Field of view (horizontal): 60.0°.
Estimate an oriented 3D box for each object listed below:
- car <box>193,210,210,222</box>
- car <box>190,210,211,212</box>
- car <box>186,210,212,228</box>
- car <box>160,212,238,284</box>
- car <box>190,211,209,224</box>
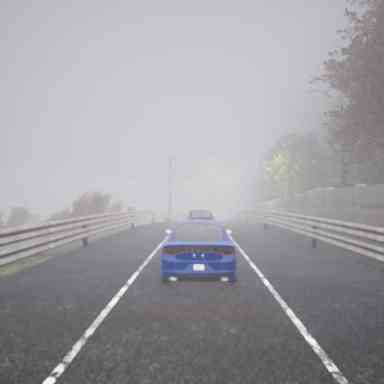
[{"bbox_3d":[1.321,3.207,44.197,2.128,1.511,4.902,0,-4,4],"label":"car"},{"bbox_3d":[0.506,1.826,19.746,2.128,1.511,4.902,0,-2,1],"label":"car"},{"bbox_3d":[0.647,2.294,29.274,2.033,1.411,5.357,0,-3,2],"label":"car"},{"bbox_3d":[0.199,1.566,9.868,1.882,1.535,5.008,0,-1,1],"label":"car"},{"bbox_3d":[0.893,2.734,35.951,1.895,1.301,4.718,0,-4,2],"label":"car"}]
